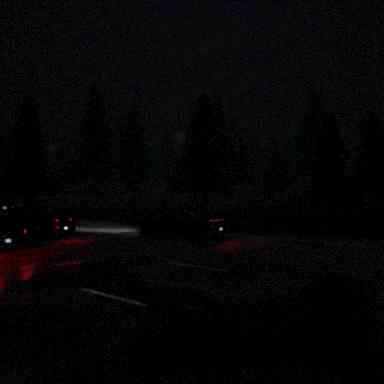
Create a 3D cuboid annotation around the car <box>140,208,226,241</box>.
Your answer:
[{"bbox_3d":[-0.588,1.569,17.284,4.902,1.511,2.128,0,0,36],"label":"car"}]

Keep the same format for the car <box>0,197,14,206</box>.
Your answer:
[{"bbox_3d":[-18.041,1.457,29.772,5.566,2.045,2.150,0,0,35],"label":"car"}]

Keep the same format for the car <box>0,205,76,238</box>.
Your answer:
[{"bbox_3d":[-8.511,1.635,18.667,4.892,1.490,1.837,-1,0,36],"label":"car"}]

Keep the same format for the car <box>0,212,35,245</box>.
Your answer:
[{"bbox_3d":[-9.357,1.720,14.969,4.718,1.301,1.895,-1,0,36],"label":"car"}]
